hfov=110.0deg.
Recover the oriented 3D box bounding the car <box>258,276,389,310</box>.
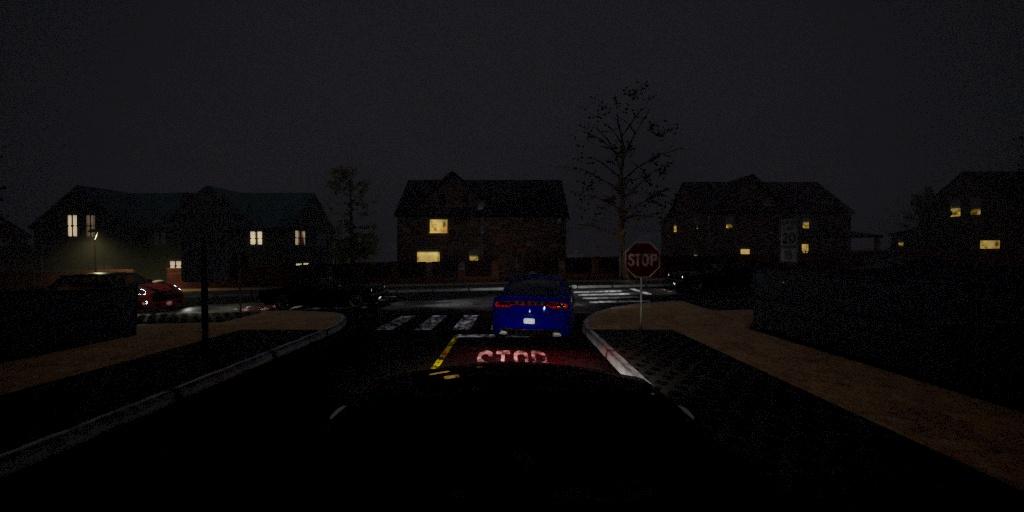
[{"bbox_3d":[-7.821,1.506,15.231,4.718,1.301,1.895,-1,1,0],"label":"car"}]

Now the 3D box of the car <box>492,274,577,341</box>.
[{"bbox_3d":[0.780,1.226,10.029,1.882,1.535,5.008,0,0,10],"label":"car"}]

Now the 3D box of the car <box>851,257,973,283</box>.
[{"bbox_3d":[20.044,0.753,18.214,5.357,1.411,2.033,-1,1,0],"label":"car"}]

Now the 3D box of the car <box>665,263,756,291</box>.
[{"bbox_3d":[10.399,1.034,18.171,4.718,1.301,1.895,-1,1,-1],"label":"car"}]

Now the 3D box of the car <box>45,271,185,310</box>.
[{"bbox_3d":[-16.809,1.471,15.217,4.553,1.767,2.097,-1,1,0],"label":"car"}]
